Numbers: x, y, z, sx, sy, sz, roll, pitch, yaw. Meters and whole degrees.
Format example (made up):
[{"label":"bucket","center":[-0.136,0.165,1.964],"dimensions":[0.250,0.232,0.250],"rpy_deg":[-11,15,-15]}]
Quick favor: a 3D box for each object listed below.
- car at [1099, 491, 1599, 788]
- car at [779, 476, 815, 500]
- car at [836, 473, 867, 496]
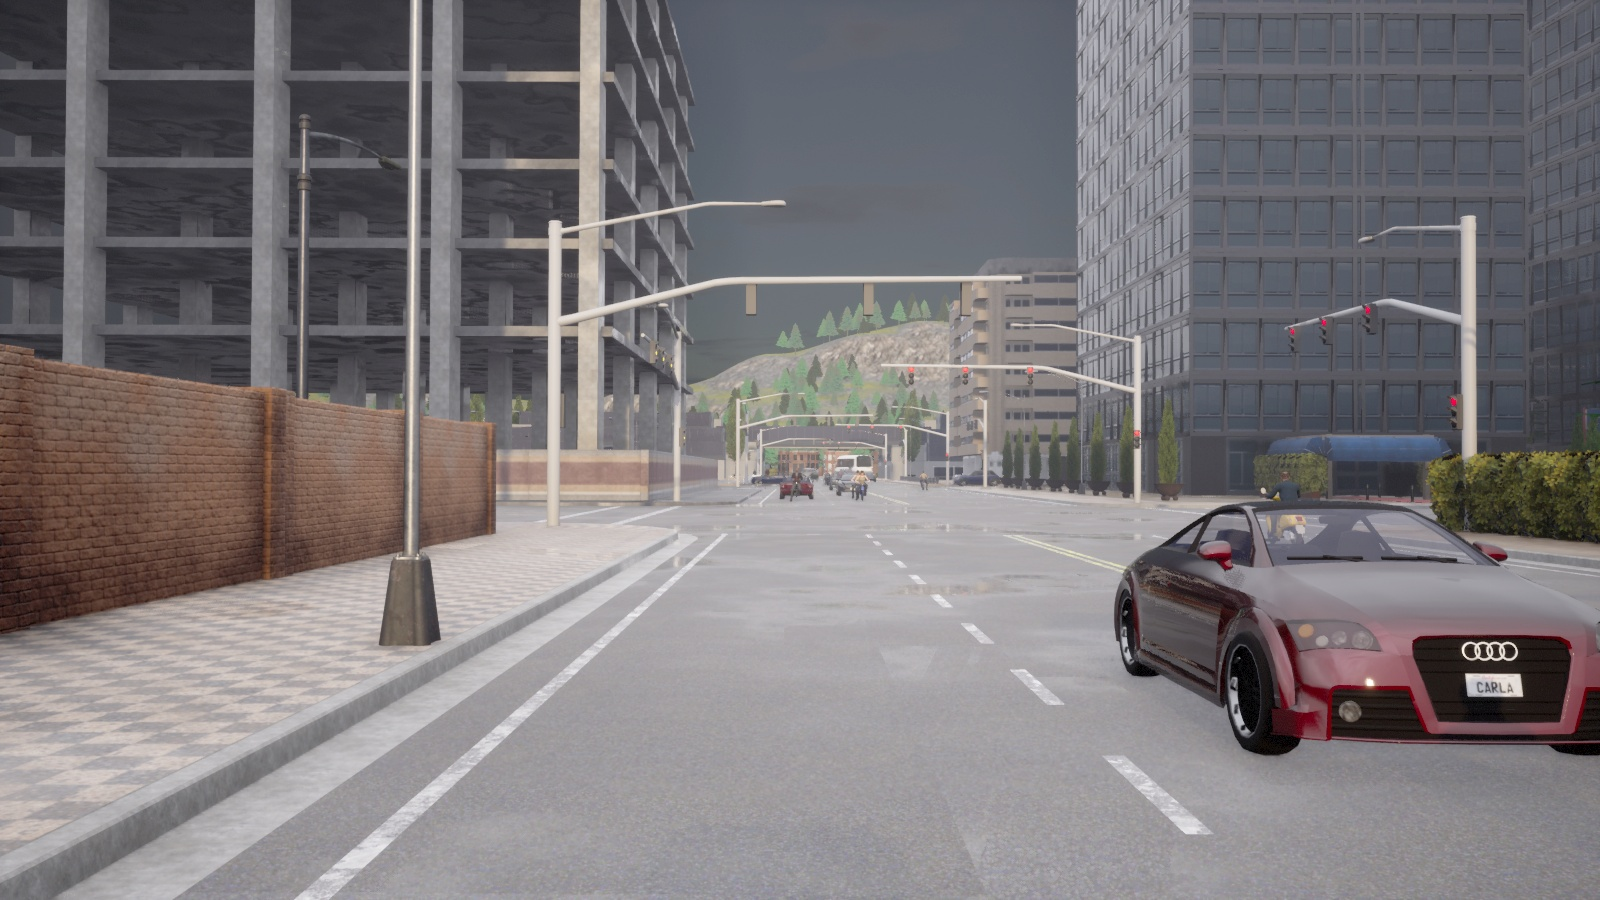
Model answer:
[{"label":"car","center":[3.480,1.004,8.286],"dimensions":[1.994,1.385,4.181],"rpy_deg":[0,-1,0]},{"label":"car","center":[-0.164,2.091,70.149],"dimensions":[1.895,1.301,4.718],"rpy_deg":[0,-1,0]},{"label":"car","center":[3.309,2.183,80.926],"dimensions":[1.812,1.442,4.674],"rpy_deg":[0,-1,0]}]
